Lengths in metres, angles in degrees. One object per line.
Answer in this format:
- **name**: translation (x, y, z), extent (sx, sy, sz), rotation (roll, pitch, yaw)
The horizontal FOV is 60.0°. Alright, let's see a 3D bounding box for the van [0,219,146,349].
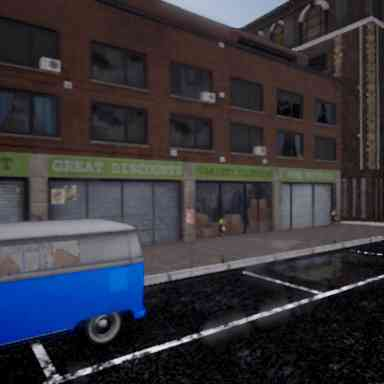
- **van**: translation (-2.625, 1.338, 4.688), extent (3.998, 1.788, 1.690), rotation (0, 0, -36)
